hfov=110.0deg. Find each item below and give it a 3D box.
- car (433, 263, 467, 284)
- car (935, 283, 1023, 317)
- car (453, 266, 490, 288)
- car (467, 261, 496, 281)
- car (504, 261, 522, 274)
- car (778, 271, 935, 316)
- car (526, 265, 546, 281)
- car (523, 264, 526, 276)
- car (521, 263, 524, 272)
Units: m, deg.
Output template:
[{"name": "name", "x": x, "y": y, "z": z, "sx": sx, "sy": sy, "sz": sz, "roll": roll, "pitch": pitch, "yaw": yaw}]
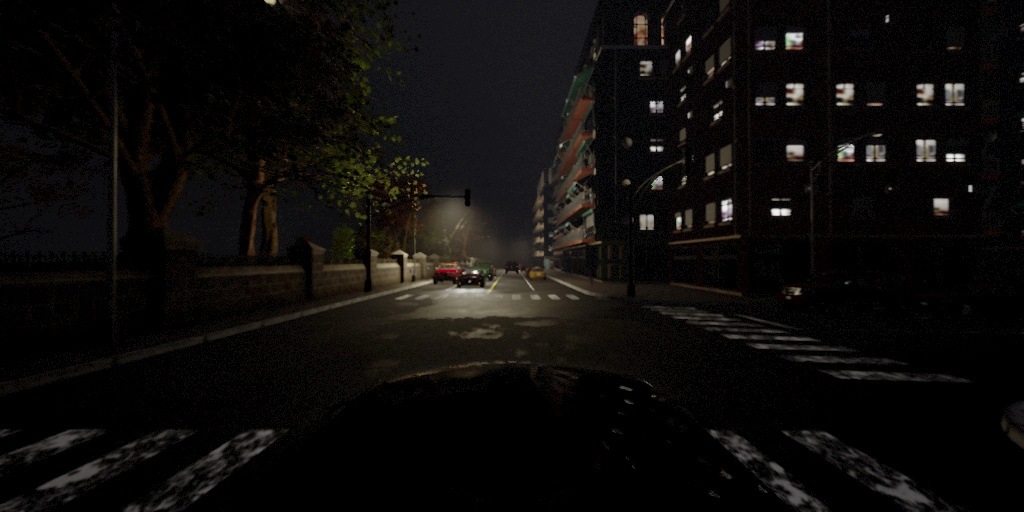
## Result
[{"name": "car", "x": -5.696, "y": 1.530, "z": 32.264, "sx": 2.192, "sy": 1.841, "sz": 5.009, "roll": 0, "pitch": 0, "yaw": 0}, {"name": "car", "x": 20.291, "y": 1.881, "z": 15.699, "sx": 4.507, "sy": 1.381, "sz": 1.888, "roll": 0, "pitch": 0, "yaw": 0}, {"name": "car", "x": -3.105, "y": 1.717, "z": 28.250, "sx": 1.994, "sy": 1.385, "sz": 4.181, "roll": 0, "pitch": -1, "yaw": 0}, {"name": "car", "x": -3.109, "y": 1.517, "z": 37.702, "sx": 2.150, "sy": 2.045, "sz": 5.566, "roll": 0, "pitch": 0, "yaw": 0}, {"name": "car", "x": -0.009, "y": 1.828, "z": 57.208, "sx": 2.150, "sy": 2.045, "sz": 5.566, "roll": 0, "pitch": -1, "yaw": 0}, {"name": "car", "x": 14.596, "y": 1.548, "z": 15.681, "sx": 5.009, "sy": 1.841, "sz": 2.192, "roll": 0, "pitch": 0, "yaw": 0}, {"name": "car", "x": 2.684, "y": 1.826, "z": 37.971, "sx": 1.751, "sy": 1.417, "sz": 4.829, "roll": 0, "pitch": 0, "yaw": 0}, {"name": "car", "x": 2.683, "y": 1.933, "z": 43.335, "sx": 1.888, "sy": 1.381, "sz": 4.507, "roll": 0, "pitch": 0, "yaw": 0}, {"name": "car", "x": 2.682, "y": 2.025, "z": 48.870, "sx": 2.007, "sy": 1.370, "sz": 4.403, "roll": 0, "pitch": 0, "yaw": 0}]
